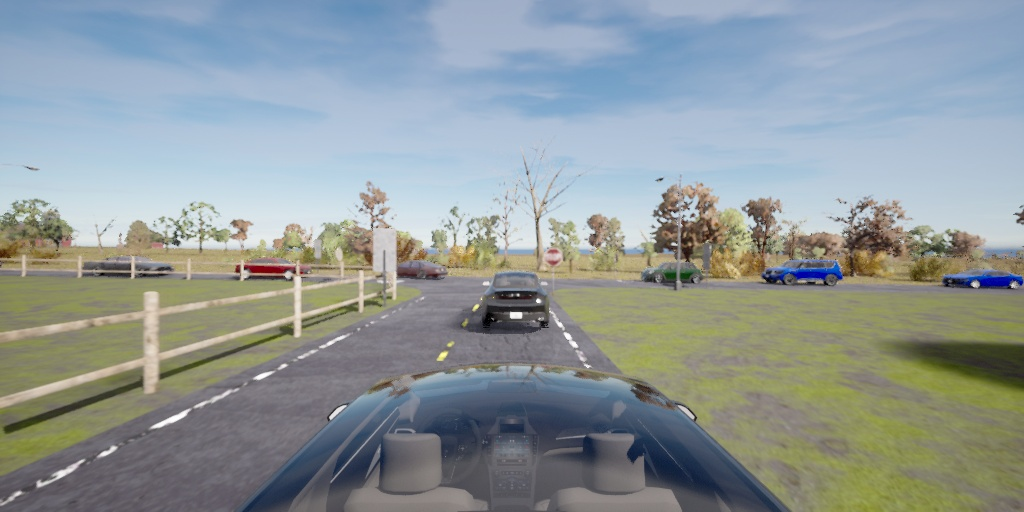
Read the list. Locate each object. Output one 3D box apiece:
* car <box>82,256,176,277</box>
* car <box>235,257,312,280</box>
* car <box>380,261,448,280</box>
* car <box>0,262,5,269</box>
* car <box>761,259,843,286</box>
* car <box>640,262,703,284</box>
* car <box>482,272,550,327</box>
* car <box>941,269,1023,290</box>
[{"bbox_3d":[-27.996,0.737,26.260,5.357,1.411,2.033,1,1,0],"label":"car"},{"bbox_3d":[-17.345,0.871,26.235,5.008,1.535,1.882,1,1,0],"label":"car"},{"bbox_3d":[-7.863,1.071,28.800,5.357,1.411,2.033,1,1,18],"label":"car"},{"bbox_3d":[-41.011,0.482,26.304,5.357,1.411,2.033,1,1,0],"label":"car"},{"bbox_3d":[23.466,1.310,29.090,5.566,2.045,2.150,1,1,0],"label":"car"},{"bbox_3d":[12.865,1.254,29.070,4.553,1.767,2.097,1,1,-1],"label":"car"},{"bbox_3d":[0.104,1.225,11.363,1.837,1.490,4.892,0,0,0],"label":"car"},{"bbox_3d":[37.986,1.825,29.039,5.008,1.535,1.882,1,1,0],"label":"car"}]
